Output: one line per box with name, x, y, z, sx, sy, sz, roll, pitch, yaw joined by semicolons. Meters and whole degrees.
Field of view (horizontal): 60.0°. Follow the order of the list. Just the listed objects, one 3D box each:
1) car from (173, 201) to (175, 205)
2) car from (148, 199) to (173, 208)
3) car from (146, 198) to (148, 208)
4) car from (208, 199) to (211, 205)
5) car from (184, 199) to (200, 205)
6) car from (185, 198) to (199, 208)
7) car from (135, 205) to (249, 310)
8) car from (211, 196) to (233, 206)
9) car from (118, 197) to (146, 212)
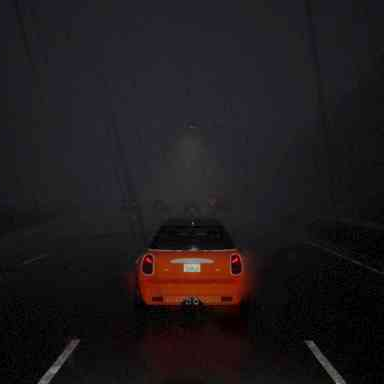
car;-3.488;1.601;48.258;1.895;1.301;4.718;0;0;0
car;-3.491;1.478;37.794;1.882;1.535;5.008;0;0;0
car;-6.988;1.564;48.226;1.994;1.385;4.181;0;0;0
car;3.512;1.352;48.179;2.097;1.767;4.553;0;0;0
car;0.009;1.601;38.239;1.895;1.301;4.718;0;0;0
car;0.012;1.601;48.287;1.895;1.301;4.718;0;0;0
car;0.002;1.352;7.969;2.097;1.767;4.553;0;0;0
car;3.509;1.478;37.792;1.882;1.535;5.008;0;0;0
car;-6.991;1.352;38.148;2.097;1.767;4.553;0;0;0
